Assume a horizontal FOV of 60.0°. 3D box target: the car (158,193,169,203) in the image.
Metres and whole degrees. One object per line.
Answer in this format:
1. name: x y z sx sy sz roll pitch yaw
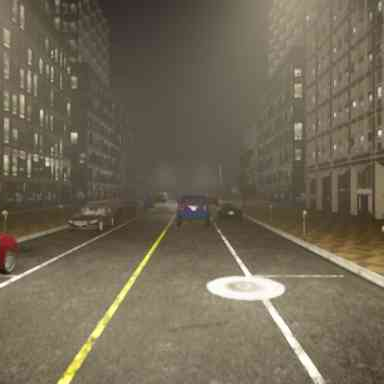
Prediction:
1. car: -5.693 1.151 59.026 1.967 1.590 4.097 0 0 0

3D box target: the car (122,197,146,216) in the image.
1. car: -5.691 1.400 30.567 1.887 1.381 4.507 0 0 0

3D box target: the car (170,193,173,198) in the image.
1. car: -5.695 1.217 70.412 1.947 1.339 4.313 0 0 0

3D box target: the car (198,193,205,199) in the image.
1. car: 2.683 0.970 93.164 1.967 1.590 4.097 0 0 0

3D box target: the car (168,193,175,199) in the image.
1. car: -5.698 1.055 93.009 1.752 1.417 4.829 0 0 0

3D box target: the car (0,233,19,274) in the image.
1. car: -5.688 1.546 7.797 1.802 1.307 4.206 0 0 0

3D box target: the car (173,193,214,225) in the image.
1. car: 0.096 1.114 22.943 2.150 2.045 5.566 0 0 0

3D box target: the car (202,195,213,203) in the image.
1. car: 2.687 1.293 59.014 1.802 1.307 4.206 0 0 0

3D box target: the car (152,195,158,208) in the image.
1. car: -5.692 1.381 41.952 1.802 1.307 4.206 0 0 0

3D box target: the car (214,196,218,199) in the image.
1. car: 2.689 1.210 47.629 1.967 1.590 4.097 0 0 0

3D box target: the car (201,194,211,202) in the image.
1. car: 2.686 1.206 64.876 1.752 1.417 4.829 0 0 0

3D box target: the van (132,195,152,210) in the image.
1. van: -5.690 1.169 36.258 1.690 1.788 3.998 0 0 0

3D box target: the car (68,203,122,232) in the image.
1. car: -5.689 1.461 19.182 2.008 1.369 4.403 0 0 0

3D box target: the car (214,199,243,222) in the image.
1. car: 2.691 1.449 24.863 1.947 1.339 4.313 0 0 0

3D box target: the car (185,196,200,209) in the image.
1. car: 0.093 1.303 42.199 1.837 1.490 4.892 0 0 0
